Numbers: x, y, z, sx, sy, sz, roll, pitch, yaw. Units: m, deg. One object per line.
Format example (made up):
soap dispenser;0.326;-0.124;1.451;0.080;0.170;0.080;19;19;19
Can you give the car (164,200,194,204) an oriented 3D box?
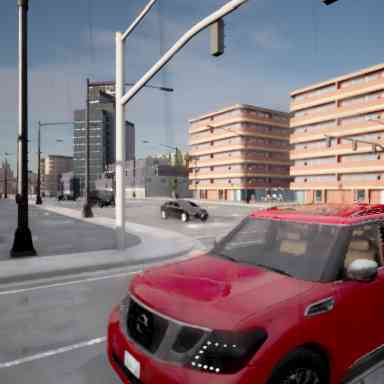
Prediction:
car;-0.655;1.368;24.865;1.837;1.490;4.892;0;1;-34

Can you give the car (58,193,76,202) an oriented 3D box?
car;-20.158;0.844;53.639;1.994;1.385;4.181;0;1;-34

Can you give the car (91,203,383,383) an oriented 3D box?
car;1.710;1.218;4.643;5.566;2.045;2.150;0;0;-35

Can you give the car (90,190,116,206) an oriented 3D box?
car;-10.348;0.810;39.085;2.150;2.045;5.566;0;1;-34
